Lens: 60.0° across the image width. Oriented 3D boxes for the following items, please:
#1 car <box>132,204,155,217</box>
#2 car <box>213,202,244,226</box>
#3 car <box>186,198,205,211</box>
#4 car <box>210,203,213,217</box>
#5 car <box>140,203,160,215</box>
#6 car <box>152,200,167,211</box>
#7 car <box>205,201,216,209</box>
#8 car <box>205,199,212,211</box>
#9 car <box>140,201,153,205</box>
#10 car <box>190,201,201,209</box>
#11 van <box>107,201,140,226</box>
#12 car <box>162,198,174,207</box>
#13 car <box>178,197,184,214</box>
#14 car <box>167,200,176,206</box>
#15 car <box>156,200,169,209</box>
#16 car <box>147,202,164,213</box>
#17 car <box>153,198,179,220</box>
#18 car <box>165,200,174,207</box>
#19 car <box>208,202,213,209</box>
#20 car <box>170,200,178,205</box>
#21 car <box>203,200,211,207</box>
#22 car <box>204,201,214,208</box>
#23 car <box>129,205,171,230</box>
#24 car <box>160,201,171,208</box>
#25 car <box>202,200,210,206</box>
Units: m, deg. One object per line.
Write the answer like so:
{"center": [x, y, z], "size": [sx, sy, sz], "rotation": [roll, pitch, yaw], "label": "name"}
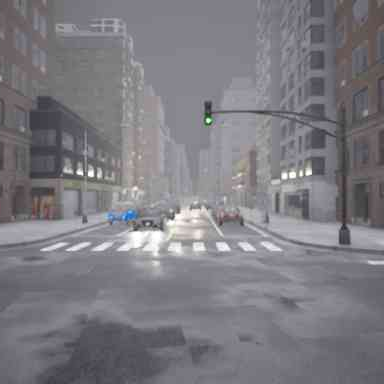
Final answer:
{"center": [-5.450, 2.083, 37.784], "size": [1.947, 1.339, 4.313], "rotation": [0, -1, 1], "label": "car"}
{"center": [2.970, 1.798, 26.664], "size": [1.967, 1.590, 4.097], "rotation": [0, -1, 1], "label": "car"}
{"center": [0.555, 2.211, 53.031], "size": [2.128, 1.511, 4.902], "rotation": [0, -1, 1], "label": "car"}
{"center": [3.023, 1.999, 32.186], "size": [1.947, 1.339, 4.313], "rotation": [0, -1, 1], "label": "car"}
{"center": [-5.397, 2.143, 43.307], "size": [2.008, 1.369, 4.403], "rotation": [0, -1, 1], "label": "car"}
{"center": [-5.291, 2.183, 54.354], "size": [1.967, 1.590, 4.097], "rotation": [0, -1, 1], "label": "car"}
{"center": [3.287, 2.376, 59.808], "size": [1.947, 1.339, 4.313], "rotation": [0, -1, 1], "label": "car"}
{"center": [3.234, 2.301, 54.284], "size": [1.947, 1.339, 4.313], "rotation": [0, -1, 1], "label": "car"}
{"center": [-5.504, 1.756, 32.264], "size": [2.192, 1.841, 5.009], "rotation": [0, -1, 1], "label": "car"}
{"center": [0.654, 2.426, 63.447], "size": [1.994, 1.385, 4.181], "rotation": [0, -1, 1], "label": "car"}
{"center": [-5.556, 1.707, 26.741], "size": [1.690, 1.788, 3.998], "rotation": [0, -1, 1], "label": "van"}
{"center": [-5.133, 2.284, 70.925], "size": [2.192, 1.841, 5.009], "rotation": [0, -1, 1], "label": "car"}
{"center": [-2.616, 1.816, 43.639], "size": [2.150, 2.045, 5.566], "rotation": [0, -1, 1], "label": "car"}
{"center": [-5.027, 2.686, 81.967], "size": [1.947, 1.339, 4.313], "rotation": [0, -1, 1], "label": "car"}
{"center": [-5.238, 2.259, 59.877], "size": [1.967, 1.590, 4.097], "rotation": [0, -1, 1], "label": "car"}
{"center": [-5.344, 2.218, 48.830], "size": [2.008, 1.369, 4.403], "rotation": [0, -1, 1], "label": "car"}
{"center": [-2.724, 1.804, 33.257], "size": [2.097, 1.767, 4.553], "rotation": [0, -1, 1], "label": "car"}
{"center": [-5.082, 2.568, 76.275], "size": [1.752, 1.417, 4.829], "rotation": [0, -1, 1], "label": "car"}
{"center": [3.076, 2.090, 37.710], "size": [1.802, 1.307, 4.206], "rotation": [0, -1, 1], "label": "car"}
{"center": [-4.921, 2.820, 93.012], "size": [2.008, 1.369, 4.403], "rotation": [0, -1, 1], "label": "car"}
{"center": [3.446, 2.619, 76.380], "size": [1.802, 1.307, 4.206], "rotation": [0, -1, 1], "label": "car"}
{"center": [3.340, 2.430, 65.332], "size": [1.887, 1.381, 4.507], "rotation": [0, -1, 1], "label": "car"}
{"center": [-2.823, 1.880, 23.221], "size": [1.994, 1.385, 4.181], "rotation": [0, -1, 1], "label": "car"}
{"center": [-5.187, 2.417, 65.229], "size": [1.752, 1.417, 4.829], "rotation": [0, -1, 1], "label": "car"}
{"center": [3.499, 2.657, 81.905], "size": [1.887, 1.381, 4.507], "rotation": [0, -1, 1], "label": "car"}
